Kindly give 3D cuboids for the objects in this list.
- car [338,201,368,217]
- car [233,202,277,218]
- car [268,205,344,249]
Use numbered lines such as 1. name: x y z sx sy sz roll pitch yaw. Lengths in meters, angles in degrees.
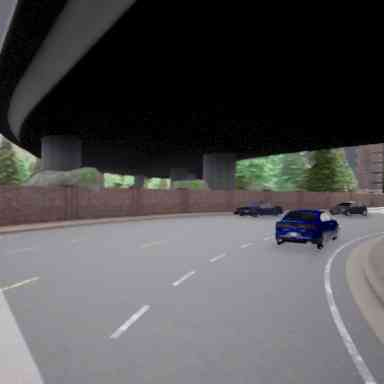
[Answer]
1. car: 15.883 1.719 33.724 4.892 1.490 1.837 1 0 -34
2. car: 6.328 1.631 31.214 5.357 1.411 2.033 1 0 -38
3. car: 5.388 1.549 15.270 1.882 1.535 5.008 0 0 33
